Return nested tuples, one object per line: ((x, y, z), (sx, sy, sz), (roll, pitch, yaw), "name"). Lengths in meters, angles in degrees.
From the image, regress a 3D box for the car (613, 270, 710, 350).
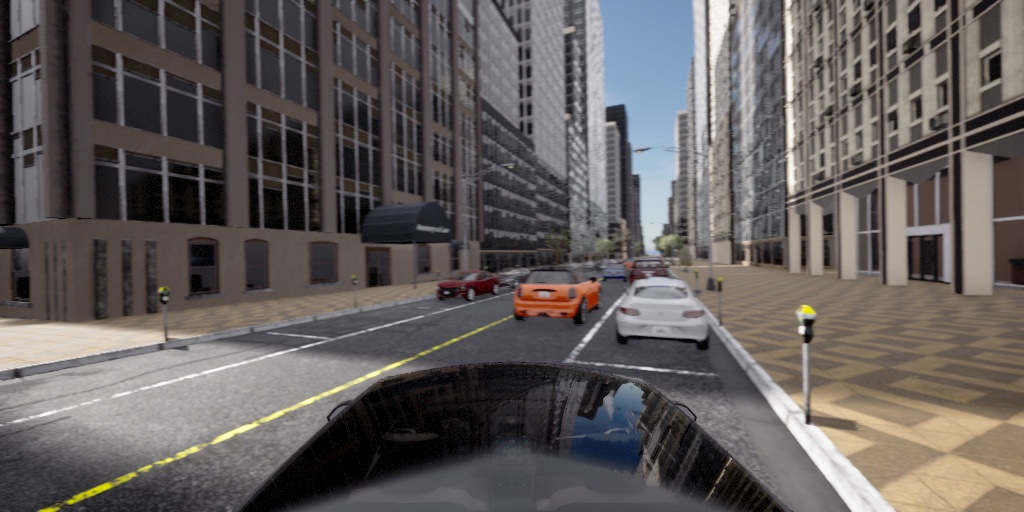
((3.719, 1.253, 9.015), (1.812, 1.442, 4.674), (-1, 0, 22), "car")

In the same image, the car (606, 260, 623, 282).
((8.496, 1.299, 28.964), (2.033, 1.411, 5.357), (-1, 0, 22), "car")

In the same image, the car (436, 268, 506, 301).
((-2.090, 1.410, 18.199), (1.888, 1.381, 4.507), (0, 0, 22), "car")

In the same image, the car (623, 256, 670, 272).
((7.809, 1.034, 20.329), (2.192, 1.841, 5.009), (0, 0, 22), "car")

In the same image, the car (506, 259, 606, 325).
((1.731, 1.127, 12.236), (2.097, 1.767, 4.553), (-1, 0, 22), "car")
